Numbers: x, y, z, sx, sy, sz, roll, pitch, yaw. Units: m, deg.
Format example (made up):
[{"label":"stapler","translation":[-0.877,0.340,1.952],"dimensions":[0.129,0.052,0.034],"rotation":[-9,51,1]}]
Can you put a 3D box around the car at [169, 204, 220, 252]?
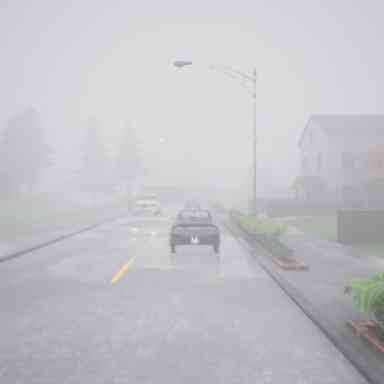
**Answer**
[{"label":"car","translation":[0.101,1.454,13.729],"dimensions":[2.128,1.511,4.902],"rotation":[0,0,0]}]

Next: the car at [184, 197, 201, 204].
[{"label":"car","translation":[0.101,1.396,40.535],"dimensions":[1.837,1.490,4.892],"rotation":[0,0,0]}]

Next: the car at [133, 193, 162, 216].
[{"label":"car","translation":[-4.078,1.140,31.217],"dimensions":[2.150,2.045,5.566],"rotation":[0,0,0]}]
